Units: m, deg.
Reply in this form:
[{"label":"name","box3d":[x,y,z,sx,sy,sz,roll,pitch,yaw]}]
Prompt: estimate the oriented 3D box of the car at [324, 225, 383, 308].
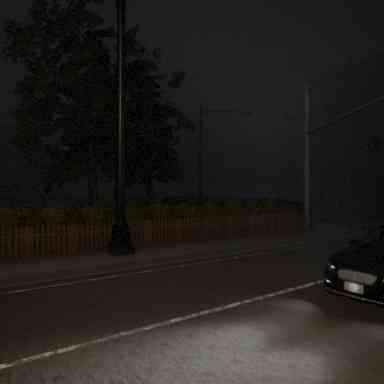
[{"label":"car","box3d":[4.968,1.491,7.528,4.902,1.511,2.128,0,0,-35]}]
